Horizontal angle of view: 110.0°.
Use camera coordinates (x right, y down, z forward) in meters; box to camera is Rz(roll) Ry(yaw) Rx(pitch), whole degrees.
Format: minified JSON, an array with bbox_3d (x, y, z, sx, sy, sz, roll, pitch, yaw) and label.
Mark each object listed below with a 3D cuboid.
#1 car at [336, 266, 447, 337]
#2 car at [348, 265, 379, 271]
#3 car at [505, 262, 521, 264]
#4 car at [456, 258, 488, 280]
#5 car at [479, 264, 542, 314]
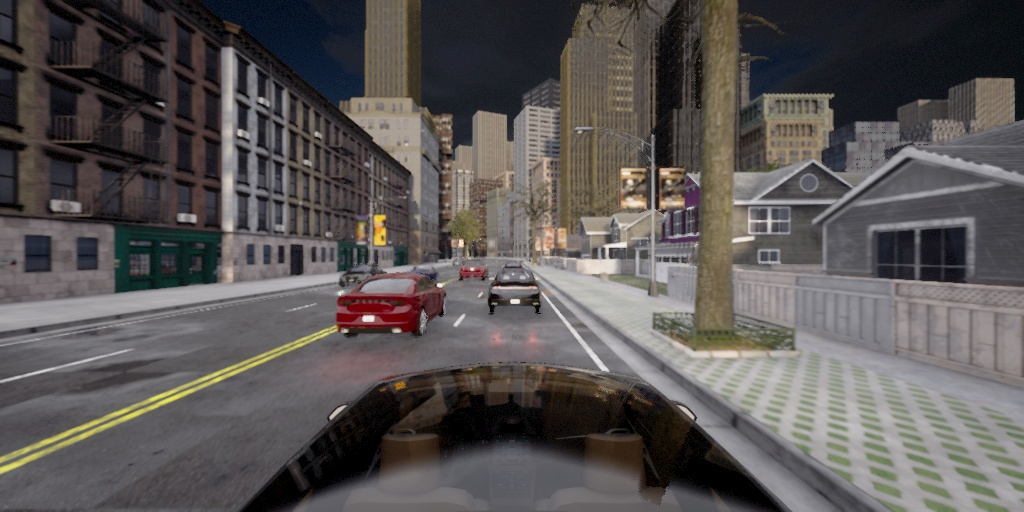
[{"bbox_3d":[-3.150,1.226,10.353,1.882,1.535,5.008,0,0,0],"label":"car"},{"bbox_3d":[-9.847,1.305,23.999,1.994,1.385,4.181,0,0,0],"label":"car"},{"bbox_3d":[0.102,1.226,30.699,2.128,1.511,4.902,0,0,0],"label":"car"},{"bbox_3d":[-3.147,1.087,30.483,2.097,1.767,4.553,0,0,0],"label":"car"},{"bbox_3d":[0.102,1.238,13.872,2.128,1.511,4.902,0,0,0],"label":"car"}]
